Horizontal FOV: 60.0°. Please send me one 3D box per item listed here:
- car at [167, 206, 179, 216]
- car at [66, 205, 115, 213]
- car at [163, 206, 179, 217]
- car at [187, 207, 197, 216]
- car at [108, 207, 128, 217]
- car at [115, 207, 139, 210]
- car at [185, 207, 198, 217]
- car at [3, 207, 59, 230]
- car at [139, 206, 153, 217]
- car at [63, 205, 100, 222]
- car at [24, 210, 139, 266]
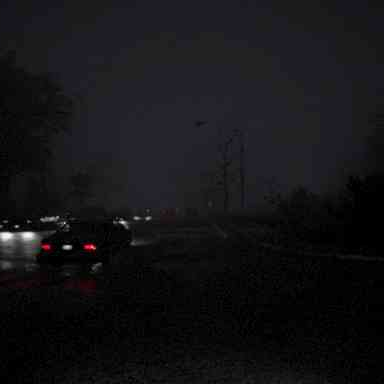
[{"bbox_3d":[-3.552,3.520,62.779,2.097,1.767,4.553,0,-3,0],"label":"car"},{"bbox_3d":[-7.110,1.726,23.457,1.837,1.490,4.892,0,-2,0],"label":"car"},{"bbox_3d":[-3.544,3.238,52.813,1.895,1.301,4.718,0,-3,0],"label":"car"},{"bbox_3d":[-0.052,3.648,62.806,1.882,1.535,5.008,0,-3,0],"label":"car"},{"bbox_3d":[-10.590,2.895,47.802,1.812,1.442,4.674,0,-3,0],"label":"car"},{"bbox_3d":[-7.111,2.183,33.952,2.033,1.411,5.357,0,-3,0],"label":"car"},{"bbox_3d":[-0.043,3.118,52.375,1.837,1.490,4.892,0,-3,0],"label":"car"},{"bbox_3d":[-10.637,1.742,22.546,2.033,1.411,5.357,0,-2,-4],"label":"car"},{"bbox_3d":[-7.081,2.800,49.281,2.097,1.767,4.553,0,-3,0],"label":"car"},{"bbox_3d":[-10.613,2.036,32.355,1.882,1.535,5.008,0,-3,0],"label":"car"},{"bbox_3d":[-3.410,1.570,11.594,2.033,1.411,5.357,0,0,0],"label":"car"}]
